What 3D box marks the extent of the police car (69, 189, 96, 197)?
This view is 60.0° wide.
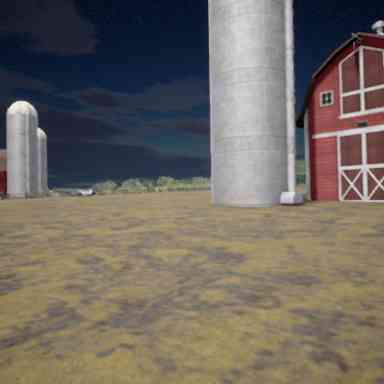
[{"bbox_3d":[-20.465,0.187,62.235,2.038,1.542,4.974,-2,1,36],"label":"police car"}]
